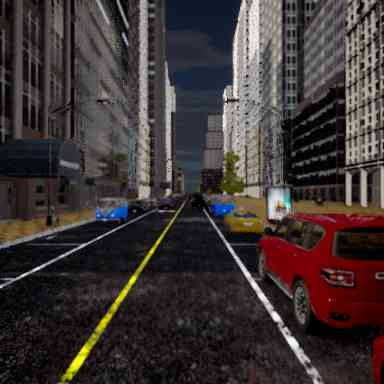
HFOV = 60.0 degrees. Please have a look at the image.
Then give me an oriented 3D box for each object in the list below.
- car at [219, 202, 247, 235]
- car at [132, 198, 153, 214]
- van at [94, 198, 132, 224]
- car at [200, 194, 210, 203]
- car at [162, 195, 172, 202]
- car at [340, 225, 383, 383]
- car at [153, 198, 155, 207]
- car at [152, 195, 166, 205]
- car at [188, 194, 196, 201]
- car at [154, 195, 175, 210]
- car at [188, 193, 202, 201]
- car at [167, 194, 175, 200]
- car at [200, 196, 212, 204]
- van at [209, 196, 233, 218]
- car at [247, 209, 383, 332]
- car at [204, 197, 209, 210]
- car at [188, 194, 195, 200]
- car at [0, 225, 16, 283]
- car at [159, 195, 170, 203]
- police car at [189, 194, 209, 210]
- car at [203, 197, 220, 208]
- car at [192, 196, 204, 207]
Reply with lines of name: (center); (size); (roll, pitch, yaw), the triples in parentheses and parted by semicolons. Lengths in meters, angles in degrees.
car: (2.692, 1.495, 18.264); (1.752, 1.417, 4.829); (0, 0, 0)
car: (-5.693, 1.509, 35.180); (1.947, 1.339, 4.313); (0, 0, 0)
van: (-5.688, 1.302, 23.801); (1.690, 1.788, 3.998); (0, 0, 0)
car: (2.681, 1.334, 69.293); (1.967, 1.590, 4.097); (0, 0, 0)
car: (-5.701, 1.430, 75.003); (1.887, 1.381, 4.507); (0, 0, 0)
car: (2.698, 1.313, 1.027); (2.192, 1.841, 5.009); (0, 0, 0)
car: (-5.695, 1.476, 46.558); (2.008, 1.369, 4.403); (0, 0, 0)
car: (-5.696, 1.349, 57.937); (1.967, 1.590, 4.097); (0, 0, 0)
car: (-0.016, 1.249, 76.257); (1.837, 1.490, 4.892); (0, 0, 0)
car: (-3.101, 1.480, 41.723); (2.033, 1.411, 5.357); (0, 0, 0)
car: (0.887, 1.135, 57.137); (2.150, 2.045, 5.566); (0, 0, 0)
car: (-5.704, 1.408, 92.071); (1.887, 1.381, 4.507); (0, 0, 0)
car: (2.682, 1.452, 63.605); (2.008, 1.369, 4.403); (0, 0, 0)
van: (2.692, 1.293, 29.472); (1.690, 1.788, 3.998); (0, 0, 0)
car: (2.696, 1.304, 6.715); (2.192, 1.841, 5.009); (0, 0, 0)
car: (2.688, 1.494, 35.161); (2.008, 1.369, 4.403); (0, 0, 0)
car: (-0.019, 1.257, 88.346); (1.837, 1.490, 4.892); (0, 0, 0)
car: (-5.686, 1.554, 6.734); (1.947, 1.339, 4.313); (0, 0, 0)
car: (-5.700, 1.444, 69.315); (2.008, 1.369, 4.403); (0, 0, 0)
police car: (0.891, 1.359, 41.217); (1.930, 1.638, 5.238); (0, 0, 0)
car: (2.686, 1.477, 46.539); (2.008, 1.369, 4.403); (0, 0, 0)
car: (0.888, 1.424, 51.108); (1.837, 1.490, 4.892); (0, 0, 0)
